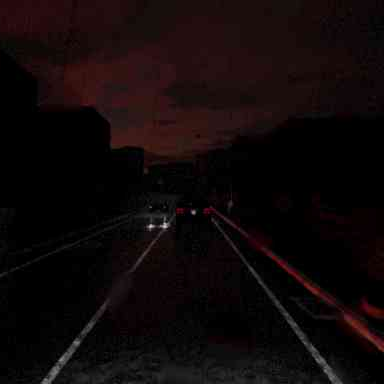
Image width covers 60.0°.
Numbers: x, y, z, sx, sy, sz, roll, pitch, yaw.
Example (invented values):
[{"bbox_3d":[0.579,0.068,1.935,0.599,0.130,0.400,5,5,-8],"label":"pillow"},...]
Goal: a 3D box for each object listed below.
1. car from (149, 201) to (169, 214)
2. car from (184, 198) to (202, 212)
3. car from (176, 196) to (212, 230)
[{"bbox_3d":[-3.614,1.679,37.149,1.895,1.301,4.718,0,0,0],"label":"car"},{"bbox_3d":[0.078,1.564,41.645,2.128,1.511,4.902,0,0,0],"label":"car"},{"bbox_3d":[0.099,1.270,21.809,2.150,2.045,5.566,0,0,0],"label":"car"}]
